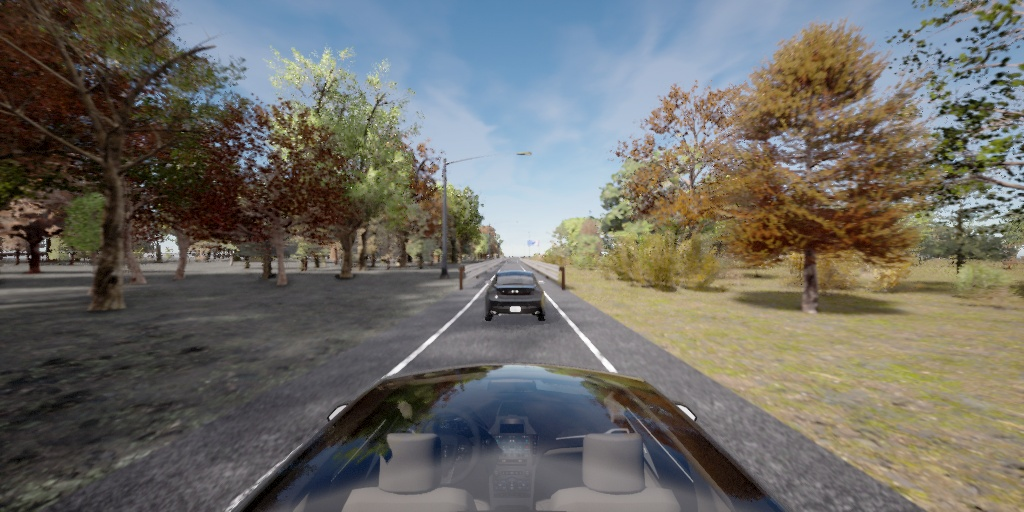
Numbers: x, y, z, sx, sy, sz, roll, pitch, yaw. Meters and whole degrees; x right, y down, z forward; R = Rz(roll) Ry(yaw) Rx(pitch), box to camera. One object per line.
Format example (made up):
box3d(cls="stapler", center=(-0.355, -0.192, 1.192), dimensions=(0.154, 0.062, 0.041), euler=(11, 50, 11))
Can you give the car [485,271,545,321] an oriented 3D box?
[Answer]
box3d(cls="car", center=(0.101, 1.257, 12.550), dimensions=(1.837, 1.490, 4.892), euler=(0, 0, 0))
